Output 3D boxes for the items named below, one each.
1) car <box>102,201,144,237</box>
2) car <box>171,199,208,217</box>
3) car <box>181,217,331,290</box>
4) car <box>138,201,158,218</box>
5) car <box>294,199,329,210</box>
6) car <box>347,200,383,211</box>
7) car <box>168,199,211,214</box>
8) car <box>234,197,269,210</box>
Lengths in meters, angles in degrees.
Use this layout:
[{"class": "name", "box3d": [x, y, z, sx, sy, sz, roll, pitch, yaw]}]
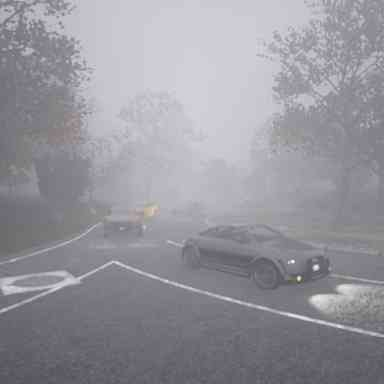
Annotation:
[{"class": "car", "box3d": [-3.876, 1.494, 18.455, 1.882, 1.535, 5.008, 0, 0, -12]}, {"class": "car", "box3d": [-0.260, 1.553, 31.048, 1.837, 1.490, 4.892, -1, -1, 23]}, {"class": "car", "box3d": [1.576, 1.584, 9.268, 1.994, 1.385, 4.181, 0, 0, -42]}, {"class": "car", "box3d": [-4.371, 1.508, 27.802, 1.882, 1.535, 5.008, 0, 0, 13]}, {"class": "car", "box3d": [15.141, 1.602, 42.244, 4.181, 1.385, 1.994, 1, 0, -2]}, {"class": "car", "box3d": [21.704, 1.690, 41.550, 4.181, 1.385, 1.994, 1, 0, 17]}, {"class": "car", "box3d": [-0.224, 1.550, 37.267, 2.128, 1.511, 4.902, 0, 0, 40]}, {"class": "car", "box3d": [7.715, 1.394, 43.459, 4.553, 1.767, 2.097, 0, 0, -21]}]
